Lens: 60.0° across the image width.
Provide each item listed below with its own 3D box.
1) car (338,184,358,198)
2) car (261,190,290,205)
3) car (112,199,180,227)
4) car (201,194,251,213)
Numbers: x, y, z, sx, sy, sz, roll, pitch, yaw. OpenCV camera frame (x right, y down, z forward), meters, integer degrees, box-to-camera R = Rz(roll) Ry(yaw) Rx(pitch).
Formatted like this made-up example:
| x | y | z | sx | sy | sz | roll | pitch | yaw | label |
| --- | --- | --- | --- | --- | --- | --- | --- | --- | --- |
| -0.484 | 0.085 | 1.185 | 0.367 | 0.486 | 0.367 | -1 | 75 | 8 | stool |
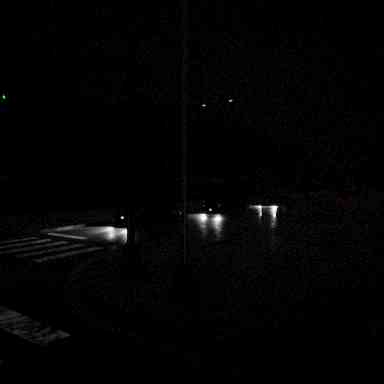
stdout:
| x | y | z | sx | sy | sz | roll | pitch | yaw | label |
| --- | --- | --- | --- | --- | --- | --- | --- | --- | --- |
| 24.392 | -0.219 | 51.953 | 2.150 | 2.045 | 5.566 | 0 | 2 | 35 | car |
| 8.894 | 0.557 | 35.197 | 1.837 | 1.490 | 4.892 | 0 | 2 | 35 | car |
| -2.524 | 1.118 | 19.102 | 1.994 | 1.385 | 4.181 | 0 | 2 | 35 | car |
| 2.887 | 0.859 | 26.734 | 2.033 | 1.411 | 5.357 | 0 | 2 | 35 | car |
